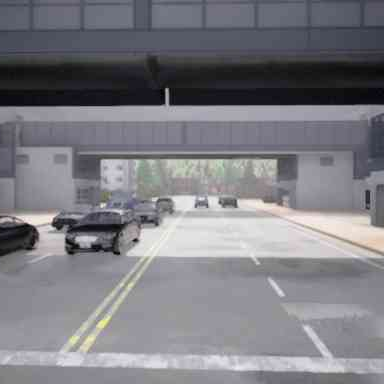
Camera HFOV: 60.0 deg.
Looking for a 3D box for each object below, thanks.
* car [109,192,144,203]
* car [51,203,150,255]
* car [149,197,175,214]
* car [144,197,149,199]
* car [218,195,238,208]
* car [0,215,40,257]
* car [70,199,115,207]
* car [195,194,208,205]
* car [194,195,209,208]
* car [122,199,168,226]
[{"bbox_3d":[-6.201,1.005,30.645,2.150,2.045,5.566,0,0,2],"label":"car"},{"bbox_3d":[-3.235,1.399,12.900,2.128,1.511,4.902,0,0,3],"label":"car"},{"bbox_3d":[-2.657,1.286,32.181,1.837,1.490,4.892,0,0,2],"label":"car"},{"bbox_3d":[-5.857,1.317,41.014,1.895,1.301,4.718,0,0,2],"label":"car"},{"bbox_3d":[4.734,1.237,42.201,1.837,1.490,4.892,0,0,2],"label":"car"},{"bbox_3d":[-6.806,1.476,10.955,1.994,1.385,4.181,0,0,2],"label":"car"},{"bbox_3d":[-6.533,1.399,20.152,2.033,1.411,5.357,0,0,2],"label":"car"},{"bbox_3d":[1.521,1.140,51.762,1.882,1.535,5.008,0,0,2],"label":"car"},{"bbox_3d":[1.228,1.273,42.080,2.033,1.411,5.357,0,0,2],"label":"car"},{"bbox_3d":[-2.979,1.413,21.808,1.994,1.385,4.181,0,0,1],"label":"car"}]
